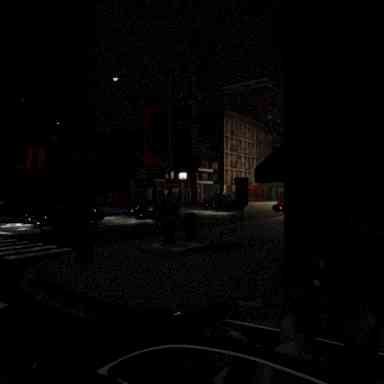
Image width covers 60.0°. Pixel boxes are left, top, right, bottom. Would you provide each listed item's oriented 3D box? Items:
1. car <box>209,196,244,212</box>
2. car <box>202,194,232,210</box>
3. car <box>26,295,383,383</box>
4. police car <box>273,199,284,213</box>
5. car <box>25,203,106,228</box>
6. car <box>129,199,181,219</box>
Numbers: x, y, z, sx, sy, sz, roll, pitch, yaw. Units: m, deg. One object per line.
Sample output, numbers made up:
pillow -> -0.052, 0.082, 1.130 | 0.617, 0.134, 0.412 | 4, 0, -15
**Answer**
car -> 4.547, 1.537, 40.332 | 1.882, 1.535, 5.008 | 0, 0, 36
car -> 3.547, 1.284, 44.510 | 2.150, 2.045, 5.566 | 0, 0, 36
car -> 0.449, 1.551, 2.529 | 4.403, 1.369, 2.008 | 0, 0, 36
police car -> 11.065, 1.582, 38.120 | 2.038, 1.542, 4.974 | 0, 0, 36
car -> -8.266, 1.619, 22.442 | 1.895, 1.301, 4.718 | 0, 0, 36
car -> -2.999, 1.386, 29.804 | 2.097, 1.767, 4.553 | 0, 0, 36
